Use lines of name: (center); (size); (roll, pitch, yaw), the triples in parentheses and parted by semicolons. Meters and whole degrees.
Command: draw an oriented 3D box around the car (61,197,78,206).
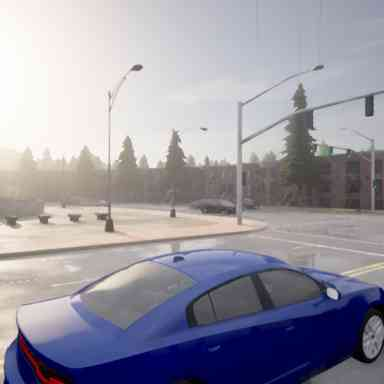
car: (-18.937, 1.545, 54.863); (5.357, 1.411, 2.033); (0, 0, 21)

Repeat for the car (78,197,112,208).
car: (-13.950, 1.598, 48.632); (4.718, 1.301, 1.895); (0, 0, 28)

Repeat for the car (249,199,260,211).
car: (5.886, 1.499, 39.961); (1.837, 1.490, 4.892); (0, 0, -37)

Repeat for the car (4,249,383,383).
car: (0.528, 1.477, 4.175); (5.008, 1.535, 1.882); (0, 0, -35)

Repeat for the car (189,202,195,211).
car: (1.852, 1.543, 39.213); (2.033, 1.411, 5.357); (0, 0, -37)

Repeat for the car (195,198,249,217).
car: (2.803, 1.474, 32.005); (1.882, 1.535, 5.008); (0, 0, -37)
